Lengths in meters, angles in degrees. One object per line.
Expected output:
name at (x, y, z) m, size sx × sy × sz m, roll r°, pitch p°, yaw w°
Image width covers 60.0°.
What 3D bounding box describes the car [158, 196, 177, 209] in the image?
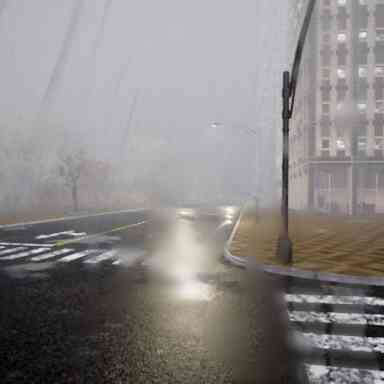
car at (-3.994, 1.680, 55.013) m, size 2.150 × 2.045 × 5.566 m, roll 1°, pitch -1°, yaw 10°
